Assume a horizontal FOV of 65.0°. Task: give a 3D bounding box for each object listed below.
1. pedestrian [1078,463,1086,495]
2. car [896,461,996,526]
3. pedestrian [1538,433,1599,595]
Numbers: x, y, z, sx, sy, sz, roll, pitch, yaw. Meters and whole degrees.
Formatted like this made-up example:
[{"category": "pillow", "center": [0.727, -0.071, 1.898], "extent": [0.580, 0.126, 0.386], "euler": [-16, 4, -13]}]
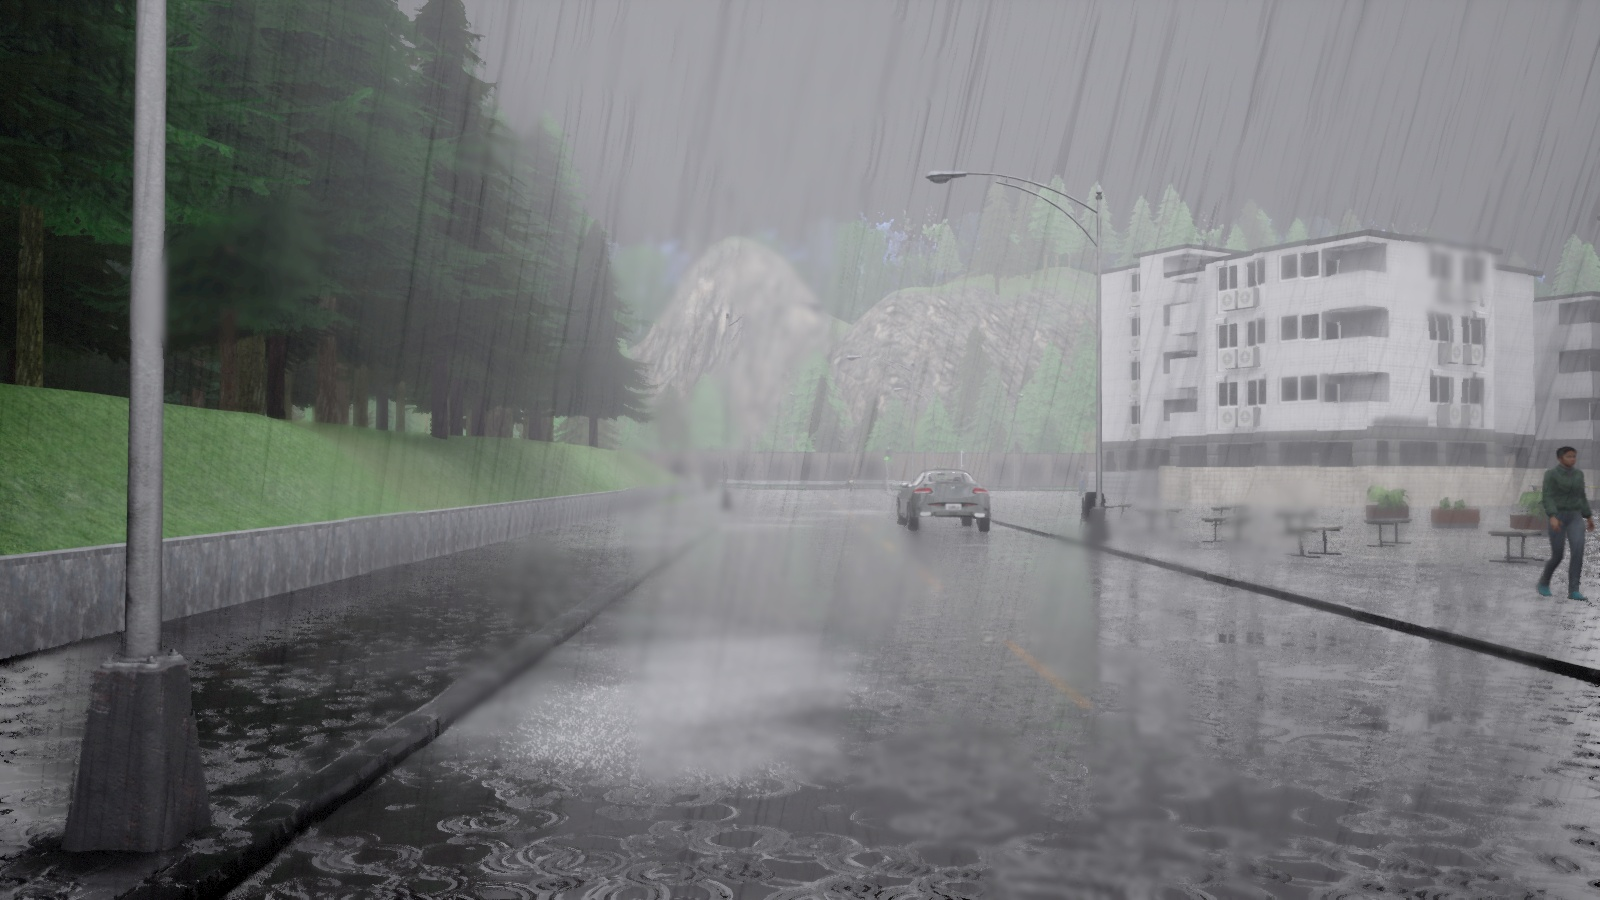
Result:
[{"category": "pedestrian", "center": [16.477, 1.688, 73.397], "extent": [0.354, 1.836, 0.706], "euler": [0, -1, 9]}, {"category": "car", "center": [3.922, 1.158, 34.666], "extent": [2.152, 1.651, 5.027], "euler": [0, -1, 0]}, {"category": "pedestrian", "center": [8.931, 0.733, 14.586], "extent": [0.353, 1.847, 0.614], "euler": [0, -1, 3]}]
